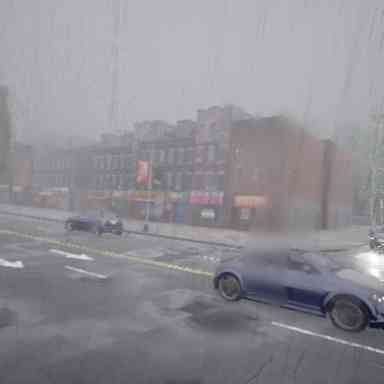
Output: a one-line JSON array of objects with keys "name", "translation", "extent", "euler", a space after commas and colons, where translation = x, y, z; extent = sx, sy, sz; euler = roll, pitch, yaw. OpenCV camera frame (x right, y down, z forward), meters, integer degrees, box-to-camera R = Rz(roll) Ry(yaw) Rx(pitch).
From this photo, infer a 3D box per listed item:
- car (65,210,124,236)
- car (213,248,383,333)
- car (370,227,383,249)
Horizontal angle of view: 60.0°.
[{"name": "car", "translation": [-6.892, 2.048, 23.427], "extent": [4.553, 1.767, 2.097], "euler": [2, -4, 37]}, {"name": "car", "translation": [2.588, 2.067, 7.901], "extent": [4.181, 1.385, 1.994], "euler": [1, -4, 37]}, {"name": "car", "translation": [13.822, 3.227, 23.167], "extent": [2.128, 1.511, 4.902], "euler": [2, -2, 39]}]
